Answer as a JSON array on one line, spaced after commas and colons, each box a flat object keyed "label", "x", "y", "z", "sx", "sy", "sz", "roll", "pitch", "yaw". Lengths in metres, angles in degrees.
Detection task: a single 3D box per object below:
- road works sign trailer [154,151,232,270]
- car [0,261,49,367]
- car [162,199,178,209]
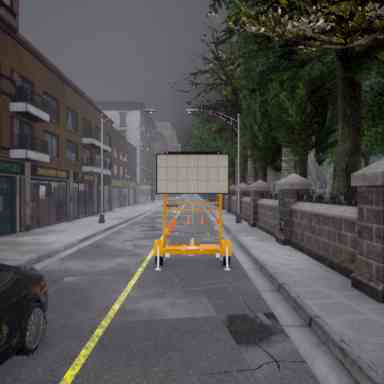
[{"label": "road works sign trailer", "x": 0.022, "y": 0.471, "z": 10.984, "sx": 2.380, "sy": 3.560, "sz": 2.880, "roll": 0, "pitch": 0, "yaw": 0}, {"label": "car", "x": -3.093, "y": 1.526, "z": 3.380, "sx": 1.812, "sy": 1.442, "sz": 4.674, "roll": 0, "pitch": 0, "yaw": 0}, {"label": "car", "x": -3.003, "y": 1.617, "z": 46.719, "sx": 1.994, "sy": 1.385, "sz": 4.181, "roll": 0, "pitch": 0, "yaw": 0}]
